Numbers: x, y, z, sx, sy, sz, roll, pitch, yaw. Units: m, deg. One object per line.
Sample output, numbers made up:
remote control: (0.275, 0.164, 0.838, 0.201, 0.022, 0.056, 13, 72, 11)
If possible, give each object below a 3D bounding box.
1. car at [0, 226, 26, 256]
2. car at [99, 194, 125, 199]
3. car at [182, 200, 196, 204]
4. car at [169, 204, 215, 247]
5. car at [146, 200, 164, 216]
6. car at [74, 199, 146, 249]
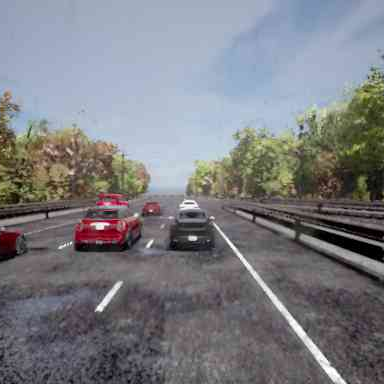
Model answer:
car: (-6.952, 1.529, 10.207, 1.812, 1.442, 4.674, 0, 0, 0)
car: (-7.244, 1.237, 30.764, 2.150, 2.045, 5.566, 0, 0, -1)
car: (-0.283, 1.540, 32.502, 1.812, 1.442, 4.674, 0, 0, -1)
car: (0.004, 1.507, 15.011, 1.837, 1.490, 4.892, 0, 0, -1)
car: (-3.786, 1.542, 32.634, 1.812, 1.442, 4.674, 0, 0, -1)
car: (-3.494, 1.356, 14.690, 2.097, 1.767, 4.553, 0, 0, -1)
